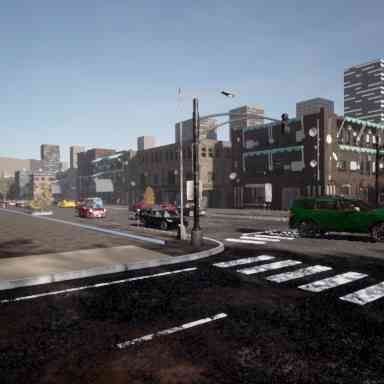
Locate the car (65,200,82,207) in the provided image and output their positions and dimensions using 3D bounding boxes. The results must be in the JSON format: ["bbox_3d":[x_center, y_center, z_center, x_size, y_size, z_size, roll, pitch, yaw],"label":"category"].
[{"bbox_3d":[-23.448,2.227,65.760,1.887,1.381,4.507,-1,0,-37],"label":"car"}]

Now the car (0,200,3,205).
[{"bbox_3d":[-43.423,2.546,78.462,2.008,1.369,4.403,-1,0,-37],"label":"car"}]

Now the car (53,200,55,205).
[{"bbox_3d":[-30.081,2.363,74.623,1.947,1.339,4.313,-1,0,-37],"label":"car"}]

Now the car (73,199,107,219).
[{"bbox_3d":[-10.257,1.846,34.149,1.967,1.590,4.097,-2,0,-37],"label":"car"}]

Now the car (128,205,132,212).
[{"bbox_3d":[-6.862,1.965,43.604,1.802,1.307,4.206,-2,0,-37],"label":"car"}]

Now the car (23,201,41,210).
[{"bbox_3d":[-26.737,2.232,56.169,1.752,1.417,4.829,-1,0,-37],"label":"car"}]

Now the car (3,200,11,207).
[{"bbox_3d":[-40.109,2.379,74.030,1.967,1.590,4.097,-1,0,-37],"label":"car"}]

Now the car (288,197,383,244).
[{"bbox_3d":[7.516,1.242,16.305,5.566,2.045,2.150,-2,-1,40],"label":"car"}]

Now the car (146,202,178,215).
[{"bbox_3d":[-3.546,1.903,39.173,1.802,1.307,4.206,-2,0,-37],"label":"car"}]

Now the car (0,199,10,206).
[{"bbox_3d":[-46.740,2.596,82.893,1.887,1.381,4.507,-1,0,-37],"label":"car"}]

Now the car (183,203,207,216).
[{"bbox_3d":[-0.230,1.809,34.742,2.008,1.369,4.403,-2,0,-37],"label":"car"}]

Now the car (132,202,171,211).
[{"bbox_3d":[-3.187,1.849,29.047,1.994,1.385,4.181,-1,0,-37],"label":"car"}]

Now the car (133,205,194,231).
[{"bbox_3d":[-2.036,1.814,22.968,1.947,1.339,4.313,-2,0,-37],"label":"car"}]

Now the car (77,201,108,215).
[{"bbox_3d":[-12.477,1.953,41.478,2.128,1.511,4.902,-1,0,-37],"label":"car"}]

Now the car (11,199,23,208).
[{"bbox_3d":[-33.473,2.375,65.169,2.008,1.369,4.403,-1,0,-37],"label":"car"}]

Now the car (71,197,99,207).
[{"bbox_3d":[-16.953,1.908,52.775,2.097,1.767,4.553,-1,0,-37],"label":"car"}]

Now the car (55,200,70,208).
[{"bbox_3d":[-22.969,2.141,60.813,1.882,1.535,5.008,-1,0,-37],"label":"car"}]
